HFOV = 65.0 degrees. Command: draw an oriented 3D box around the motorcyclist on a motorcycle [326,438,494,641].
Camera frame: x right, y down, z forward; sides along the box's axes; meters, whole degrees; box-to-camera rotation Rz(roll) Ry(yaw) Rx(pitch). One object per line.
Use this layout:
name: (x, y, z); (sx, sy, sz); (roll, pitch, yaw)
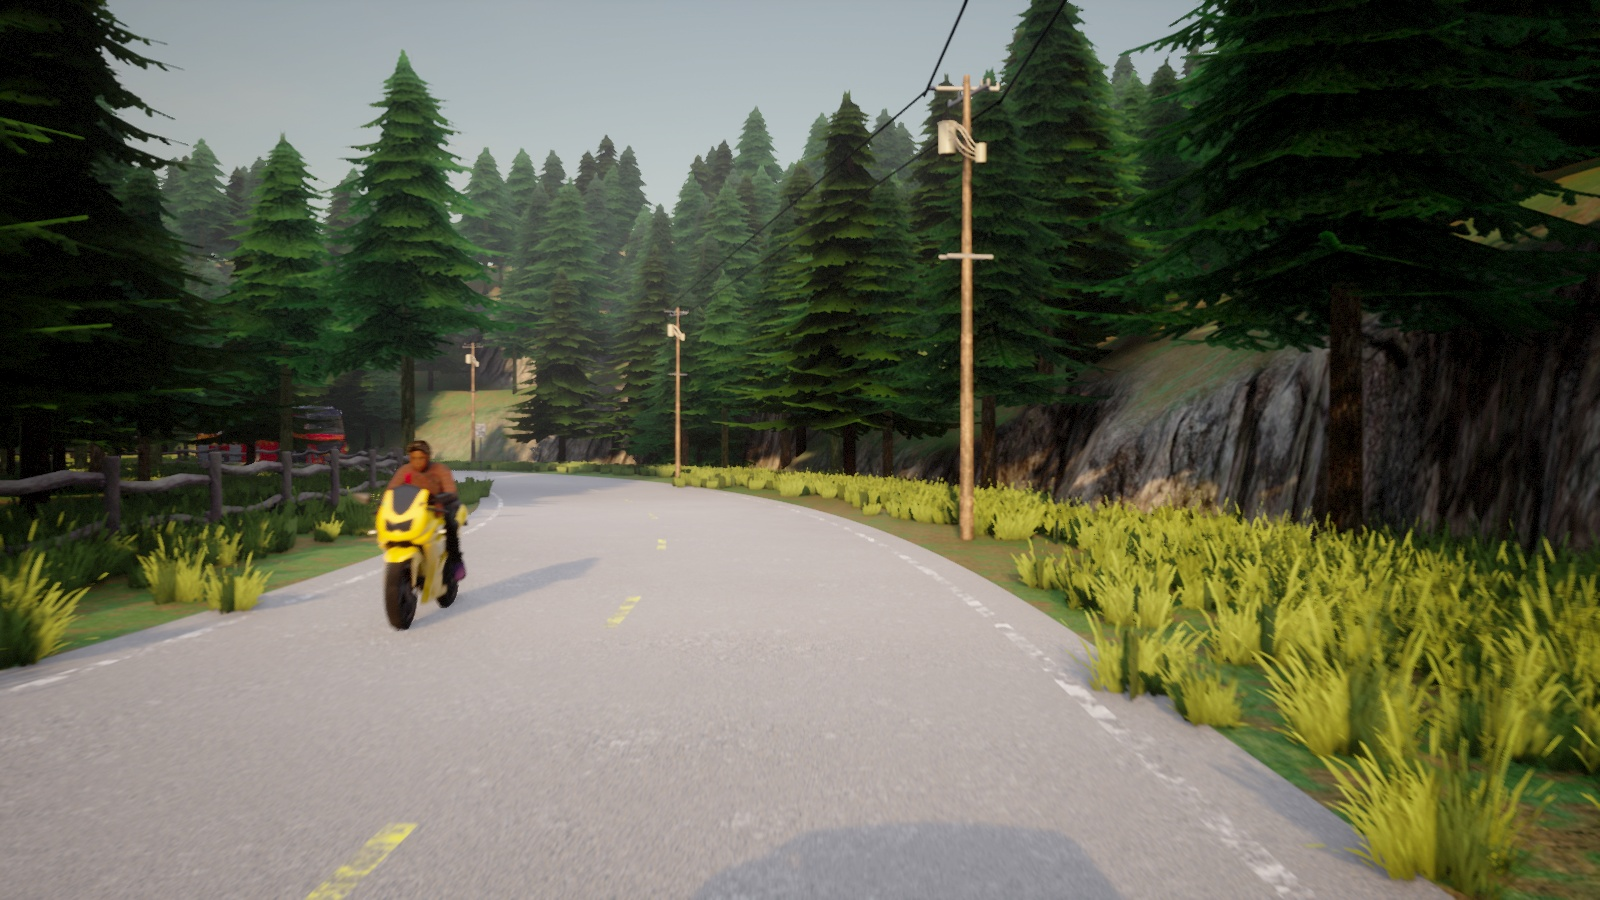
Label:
motorcyclist on a motorcycle: (-3.177, 0.667, 10.453); (0.797, 1.523, 2.044); (0, 0, -2)

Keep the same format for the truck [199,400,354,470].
truck: (-29.666, -0.843, 71.103); (8.468, 3.827, 2.891); (0, 0, 22)
